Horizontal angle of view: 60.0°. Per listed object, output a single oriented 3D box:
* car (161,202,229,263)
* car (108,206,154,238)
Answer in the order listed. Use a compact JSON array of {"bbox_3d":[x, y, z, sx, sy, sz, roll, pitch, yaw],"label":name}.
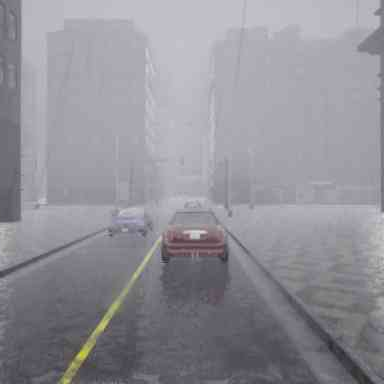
[{"bbox_3d":[0.095,1.332,12.052,2.097,1.767,4.553,0,0,0],"label":"car"},{"bbox_3d":[-3.098,1.498,17.683,1.812,1.442,4.674,0,0,0],"label":"car"}]
